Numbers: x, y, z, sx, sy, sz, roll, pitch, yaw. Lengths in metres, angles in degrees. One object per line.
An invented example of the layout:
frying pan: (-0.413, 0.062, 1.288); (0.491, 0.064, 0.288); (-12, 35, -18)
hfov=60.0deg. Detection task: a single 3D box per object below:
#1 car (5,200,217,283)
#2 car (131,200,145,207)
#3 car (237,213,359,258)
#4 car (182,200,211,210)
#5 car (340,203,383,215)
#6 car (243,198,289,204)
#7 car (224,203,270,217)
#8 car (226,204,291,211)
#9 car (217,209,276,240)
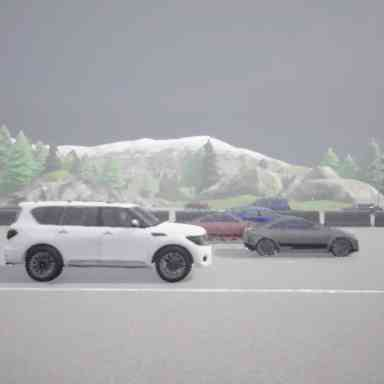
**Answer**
car: (-2.212, 1.265, 9.396); (5.566, 2.045, 2.150); (0, -1, 1)
car: (-11.504, 2.458, 70.838); (1.812, 1.442, 4.674); (2, -3, -22)
car: (4.056, 1.671, 12.785); (4.181, 1.385, 1.994); (0, -1, 1)
car: (0.657, 2.126, 53.638); (4.674, 1.442, 1.812); (1, -1, 42)
car: (20.688, 2.102, 40.695); (4.892, 1.490, 1.837); (1, -1, 1)
car: (7.249, 1.665, 33.938); (5.566, 2.045, 2.150); (0, -1, 1)
car: (6.102, 1.988, 37.452); (4.902, 1.511, 2.128); (0, -1, 1)
car: (4.144, 1.690, 19.785); (5.008, 1.535, 1.882); (0, -1, 1)
car: (1.664, 1.719, 16.328); (4.181, 1.385, 1.994); (0, -1, 1)
